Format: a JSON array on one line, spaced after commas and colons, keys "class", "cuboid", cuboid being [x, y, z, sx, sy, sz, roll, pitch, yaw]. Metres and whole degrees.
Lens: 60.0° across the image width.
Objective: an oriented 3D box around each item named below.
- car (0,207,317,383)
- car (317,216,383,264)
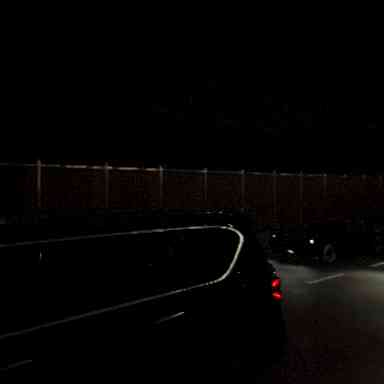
[{"class": "car", "cuboid": [-1.591, 1.218, 2.829, 5.566, 2.045, 2.150, -1, 0, -35]}, {"class": "car", "cuboid": [4.901, 1.533, 11.681, 4.718, 1.301, 1.895, 0, 0, -35]}]
